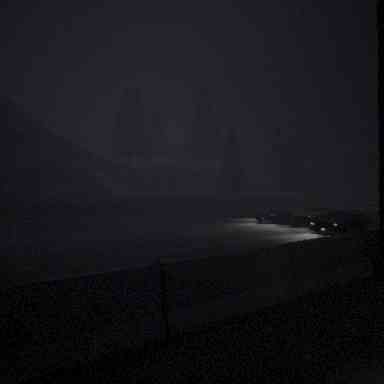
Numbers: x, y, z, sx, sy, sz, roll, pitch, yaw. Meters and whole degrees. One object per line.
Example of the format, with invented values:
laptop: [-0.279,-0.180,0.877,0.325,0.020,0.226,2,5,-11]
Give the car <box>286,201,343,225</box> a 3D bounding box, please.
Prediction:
car: [9.608,1.752,25.888,5.008,1.535,1.882,0,-1,-45]

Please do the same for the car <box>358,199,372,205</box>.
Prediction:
car: [32.469,2.016,62.415,1.837,1.490,4.892,-1,-1,28]

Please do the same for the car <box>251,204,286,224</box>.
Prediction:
car: [7.419,1.860,28.641,1.812,1.442,4.674,-1,-1,45]

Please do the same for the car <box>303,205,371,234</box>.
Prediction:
car: [9.433,1.754,20.858,5.357,1.411,2.033,0,-1,-43]

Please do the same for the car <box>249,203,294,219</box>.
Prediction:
car: [8.325,1.955,34.528,2.033,1.411,5.357,-1,-1,44]

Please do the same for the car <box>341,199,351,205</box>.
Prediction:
car: [31.704,2.045,68.787,1.994,1.385,4.181,-1,-1,26]
